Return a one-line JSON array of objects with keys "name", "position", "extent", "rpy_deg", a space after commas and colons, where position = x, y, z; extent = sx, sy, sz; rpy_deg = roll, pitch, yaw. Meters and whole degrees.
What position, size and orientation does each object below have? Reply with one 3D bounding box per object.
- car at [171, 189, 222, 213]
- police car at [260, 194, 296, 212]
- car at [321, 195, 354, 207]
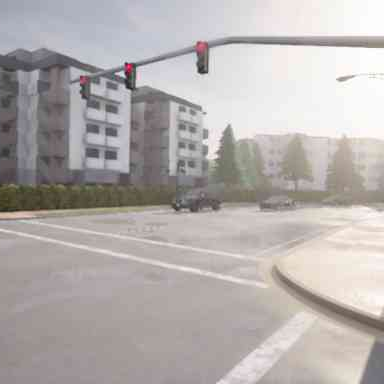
[{"name": "car", "position": [0.544, 0.729, 30.001], "extent": [2.150, 2.045, 5.566], "rpy_deg": [2, 1, 38]}, {"name": "police car", "position": [8.613, 1.064, 33.496], "extent": [1.930, 1.638, 5.238], "rpy_deg": [1, 1, 42]}, {"name": "car", "position": [19.898, 1.186, 45.567], "extent": [4.902, 1.511, 2.128], "rpy_deg": [1, 1, -24]}]
